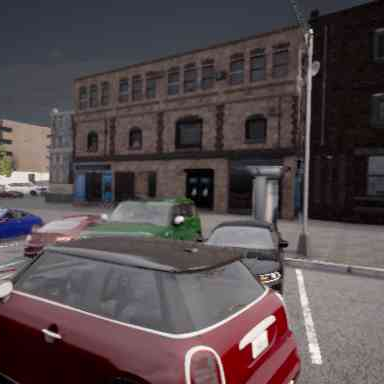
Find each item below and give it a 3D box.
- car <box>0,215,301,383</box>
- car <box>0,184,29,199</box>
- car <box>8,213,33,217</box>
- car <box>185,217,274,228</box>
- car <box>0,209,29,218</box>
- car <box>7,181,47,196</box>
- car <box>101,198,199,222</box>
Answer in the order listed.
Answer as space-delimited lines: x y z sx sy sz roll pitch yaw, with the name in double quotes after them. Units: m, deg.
-1.141 1.347 4.132 4.553 1.767 2.097 0 0 35 "car"
-24.642 0.151 43.927 4.674 1.452 2.002 1 6 7 "car"
-3.714 1.506 11.622 2.002 1.452 4.674 0 -1 14 "car"
1.266 1.474 8.191 2.097 1.535 5.008 1 -1 15 "car"
-8.718 1.499 15.001 2.002 1.452 4.674 1 0 13 "car"
-23.264 -0.428 46.583 5.566 2.045 2.435 1 6 7 "car"
-1.219 1.218 9.886 2.435 2.045 5.566 1 -1 14 "car"
